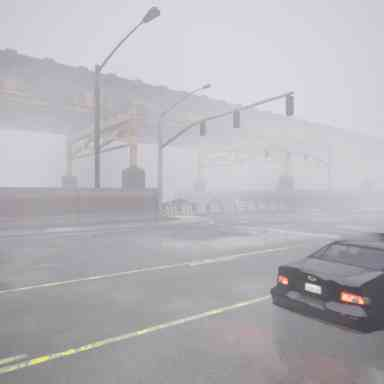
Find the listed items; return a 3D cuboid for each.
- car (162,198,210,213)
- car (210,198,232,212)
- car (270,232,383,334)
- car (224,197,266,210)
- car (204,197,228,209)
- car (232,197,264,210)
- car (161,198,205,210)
[{"bbox_3d":[-0.878,1.447,35.959,4.974,1.542,2.038,0,0,7],"label":"car"},{"bbox_3d":[2.839,1.446,38.683,2.038,1.542,4.974,0,0,17],"label":"car"},{"bbox_3d":[3.916,1.546,6.647,5.357,1.411,2.033,0,0,-36],"label":"car"},{"bbox_3d":[6.710,1.445,42.483,4.974,1.542,2.038,0,0,-8],"label":"car"},{"bbox_3d":[2.854,1.289,38.732,1.853,1.218,4.536,0,0,17],"label":"car"},{"bbox_3d":[6.659,1.287,42.476,4.536,1.218,1.853,0,0,-8],"label":"car"},{"bbox_3d":[-0.929,1.290,35.965,4.536,1.218,1.853,0,0,7],"label":"car"}]
